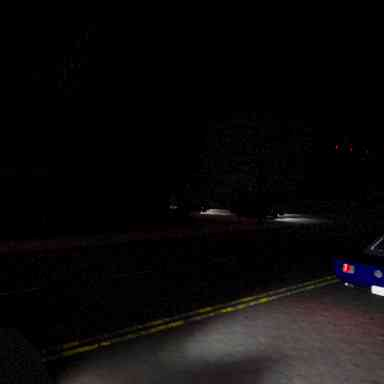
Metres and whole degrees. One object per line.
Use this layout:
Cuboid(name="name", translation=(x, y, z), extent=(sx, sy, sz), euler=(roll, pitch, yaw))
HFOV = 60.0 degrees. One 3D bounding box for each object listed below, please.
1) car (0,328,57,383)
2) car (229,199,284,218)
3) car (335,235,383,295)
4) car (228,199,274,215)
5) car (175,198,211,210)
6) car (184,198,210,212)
Cuboid(name="car", translation=(-3.097, 1.600, 1.543), extent=(4.718, 1.301, 1.895), euler=(0, 0, -35))
Cuboid(name="car", translation=(5.732, 1.555, 30.218), extent=(2.033, 1.411, 5.357), euler=(0, 0, -36))
Cuboid(name="car", translation=(5.415, 1.604, 7.619), extent=(4.718, 1.301, 1.895), euler=(0, 0, -35))
Cuboid(name="car", translation=(6.224, 1.513, 35.529), extent=(1.837, 1.490, 4.892), euler=(0, 0, -36))
Cuboid(name="car", translation=(0.096, 1.556, 44.087), extent=(2.033, 1.411, 5.357), euler=(0, 0, -36))
Cuboid(name="car", translation=(0.036, 1.571, 38.161), extent=(1.994, 1.385, 4.181), euler=(0, 0, -35))
